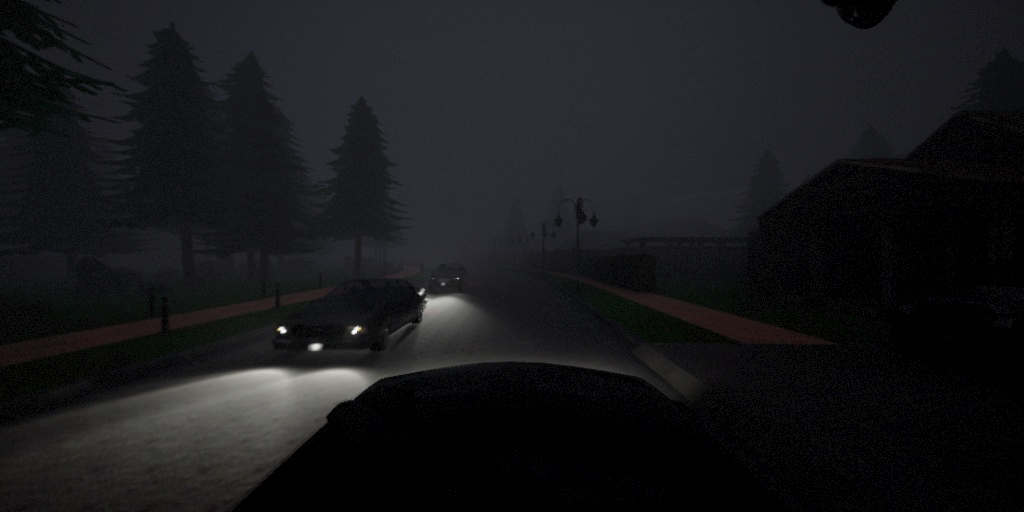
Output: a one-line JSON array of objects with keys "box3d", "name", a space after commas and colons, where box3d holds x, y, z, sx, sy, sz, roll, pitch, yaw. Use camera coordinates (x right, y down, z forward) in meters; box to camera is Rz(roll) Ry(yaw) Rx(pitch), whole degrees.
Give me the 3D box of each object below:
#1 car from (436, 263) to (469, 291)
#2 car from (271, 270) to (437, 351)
[{"box3d": [-3.629, 1.190, 21.219, 2.128, 1.511, 4.902, 0, 0, -1], "name": "car"}, {"box3d": [-3.584, 1.275, 9.207, 2.033, 1.411, 5.357, 0, 0, 0], "name": "car"}]
